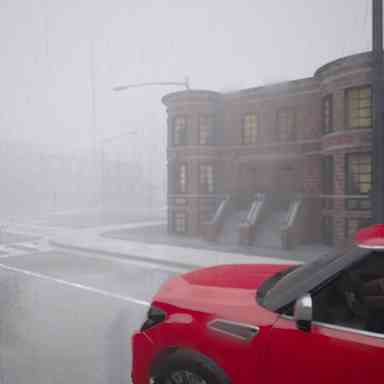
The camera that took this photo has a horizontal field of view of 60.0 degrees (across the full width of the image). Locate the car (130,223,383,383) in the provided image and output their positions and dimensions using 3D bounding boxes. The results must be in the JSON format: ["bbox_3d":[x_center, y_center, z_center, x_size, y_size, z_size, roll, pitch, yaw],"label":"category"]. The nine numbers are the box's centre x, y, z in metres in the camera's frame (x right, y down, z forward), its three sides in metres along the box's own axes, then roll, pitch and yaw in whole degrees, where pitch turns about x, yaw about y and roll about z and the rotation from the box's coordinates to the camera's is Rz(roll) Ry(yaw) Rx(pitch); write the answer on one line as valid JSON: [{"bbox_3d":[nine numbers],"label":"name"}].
[{"bbox_3d":[2.032,1.219,2.544,5.566,2.045,2.150,0,0,36],"label":"car"}]
